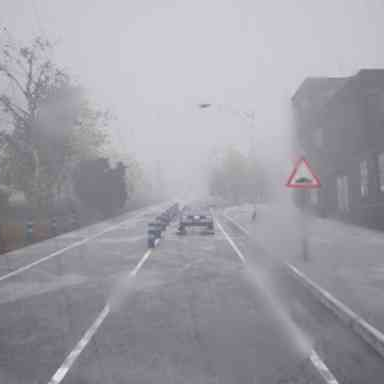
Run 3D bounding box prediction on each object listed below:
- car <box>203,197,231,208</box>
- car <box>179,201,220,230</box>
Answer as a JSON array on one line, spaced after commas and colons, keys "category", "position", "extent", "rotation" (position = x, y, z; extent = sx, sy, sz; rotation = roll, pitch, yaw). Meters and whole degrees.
[{"category": "car", "position": [2.610, 1.233, 37.790], "extent": [2.033, 1.411, 5.357], "rotation": [-4, -1, 29]}, {"category": "car", "position": [0.207, 1.398, 19.249], "extent": [2.033, 1.411, 5.357], "rotation": [0, -1, 0]}]
